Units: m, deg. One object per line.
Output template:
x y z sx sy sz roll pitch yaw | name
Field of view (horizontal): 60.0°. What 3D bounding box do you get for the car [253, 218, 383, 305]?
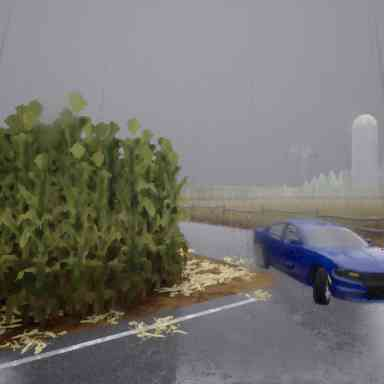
3.167 1.478 8.436 1.882 1.535 5.008 2 0 -10 | car
